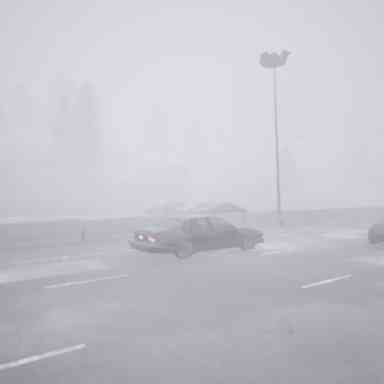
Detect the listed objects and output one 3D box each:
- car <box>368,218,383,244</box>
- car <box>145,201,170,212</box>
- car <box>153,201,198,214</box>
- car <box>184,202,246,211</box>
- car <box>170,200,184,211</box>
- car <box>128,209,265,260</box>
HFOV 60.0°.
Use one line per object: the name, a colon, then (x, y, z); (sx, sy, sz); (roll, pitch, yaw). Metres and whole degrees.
car: (9.804, 1.644, 15.041); (4.181, 1.385, 1.994); (0, 0, -36)
car: (-2.197, 1.570, 32.503); (5.008, 1.535, 1.882); (1, 0, -35)
car: (-1.798, 1.713, 37.073); (4.718, 1.301, 1.895); (0, 0, -35)
car: (2.190, 1.569, 27.032); (5.008, 1.535, 1.882); (1, 0, -35)
car: (0.668, 1.623, 30.243); (4.674, 1.442, 1.812); (0, 0, -35)
car: (0.340, 1.577, 12.587); (5.357, 1.411, 2.033); (0, 0, -36)
